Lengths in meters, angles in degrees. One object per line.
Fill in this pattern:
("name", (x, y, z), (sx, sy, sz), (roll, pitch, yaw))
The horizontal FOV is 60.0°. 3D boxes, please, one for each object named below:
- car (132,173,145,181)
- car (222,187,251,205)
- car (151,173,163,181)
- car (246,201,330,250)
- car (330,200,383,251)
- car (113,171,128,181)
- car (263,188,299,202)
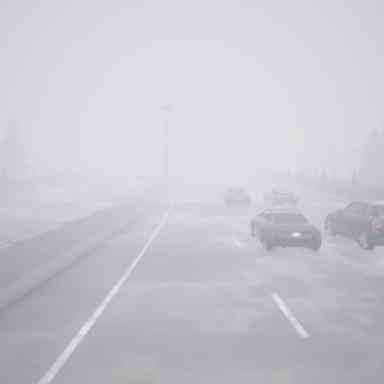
("car", (-10.191, -2.935, 63.775), (1.994, 1.385, 4.181), (0, 5, 1))
("car", (3.644, 0.249, 27.783), (1.994, 1.385, 4.181), (0, 5, 1))
("car", (-6.691, -2.957, 63.593), (1.812, 1.442, 4.674), (0, 5, 1))
("car", (3.565, 1.318, 13.286), (1.994, 1.385, 4.181), (0, 3, 1))
("car", (7.066, 1.103, 13.253), (2.097, 1.767, 4.553), (0, 2, 1))
("car", (-13.678, -3.159, 63.977), (2.097, 1.767, 4.553), (0, 5, 1))
("car", (7.133, 0.340, 27.139), (1.895, 1.301, 4.718), (0, 5, 1))
